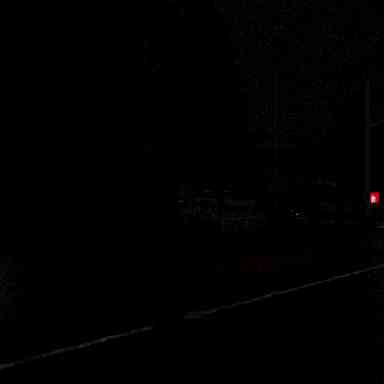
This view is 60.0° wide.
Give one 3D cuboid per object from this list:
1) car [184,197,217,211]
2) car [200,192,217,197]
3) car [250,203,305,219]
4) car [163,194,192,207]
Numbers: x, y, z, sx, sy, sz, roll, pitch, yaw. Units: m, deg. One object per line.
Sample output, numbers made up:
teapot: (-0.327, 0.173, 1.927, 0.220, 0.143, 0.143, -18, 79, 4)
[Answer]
car: (1.402, 1.579, 37.263, 1.994, 1.385, 4.181, 0, 0, -37)
car: (5.002, 1.113, 92.341, 1.932, 1.855, 4.605, 0, 0, -37)
car: (7.460, 1.616, 29.243, 1.895, 1.301, 4.718, 0, 0, -37)
car: (-2.629, 1.506, 48.687, 2.128, 1.511, 4.902, 0, 0, -37)
